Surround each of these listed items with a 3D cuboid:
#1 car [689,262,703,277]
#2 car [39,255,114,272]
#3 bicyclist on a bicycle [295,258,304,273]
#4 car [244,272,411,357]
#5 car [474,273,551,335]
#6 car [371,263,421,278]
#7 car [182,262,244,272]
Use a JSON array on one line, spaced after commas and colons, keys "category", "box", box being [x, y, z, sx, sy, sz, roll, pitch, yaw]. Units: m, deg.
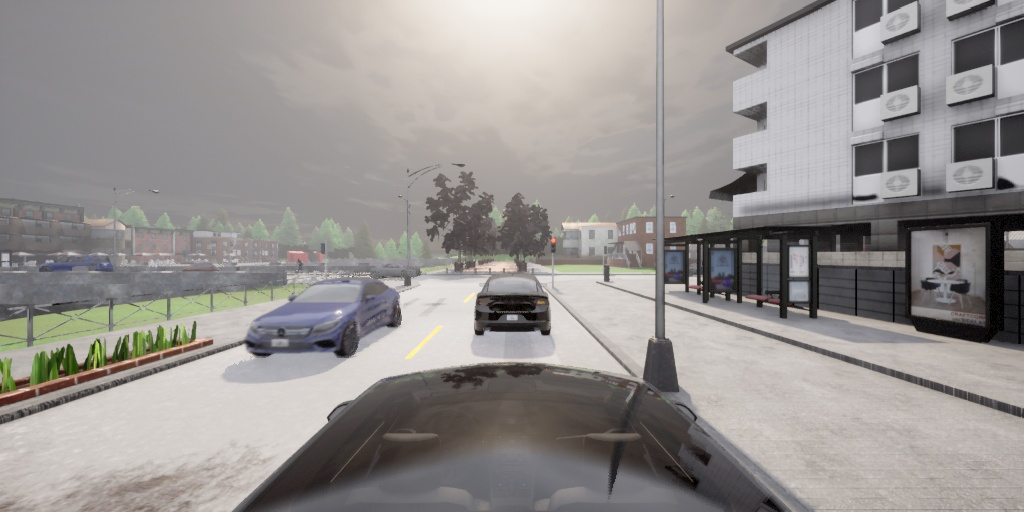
[{"category": "car", "box": [18.419, 1.314, 35.414, 4.181, 1.385, 1.994, 0, 0, 0]}, {"category": "car", "box": [-42.686, 0.971, 35.231, 5.566, 2.045, 2.150, 0, 0, 0]}, {"category": "bicyclist on a bicycle", "box": [-23.462, 1.099, 39.554, 0.582, 1.620, 1.656, 0, 0, 0]}, {"category": "car", "box": [-4.080, 1.276, 8.653, 1.812, 1.442, 4.674, 0, 0, 0]}, {"category": "car", "box": [0.025, 1.228, 10.502, 1.882, 1.535, 5.008, 0, 0, 0]}, {"category": "car", "box": [-10.058, 1.314, 31.175, 4.181, 1.385, 1.994, 0, 0, 0]}, {"category": "car", "box": [-25.933, 1.275, 31.171, 4.674, 1.442, 1.812, 0, 0, 0]}]
